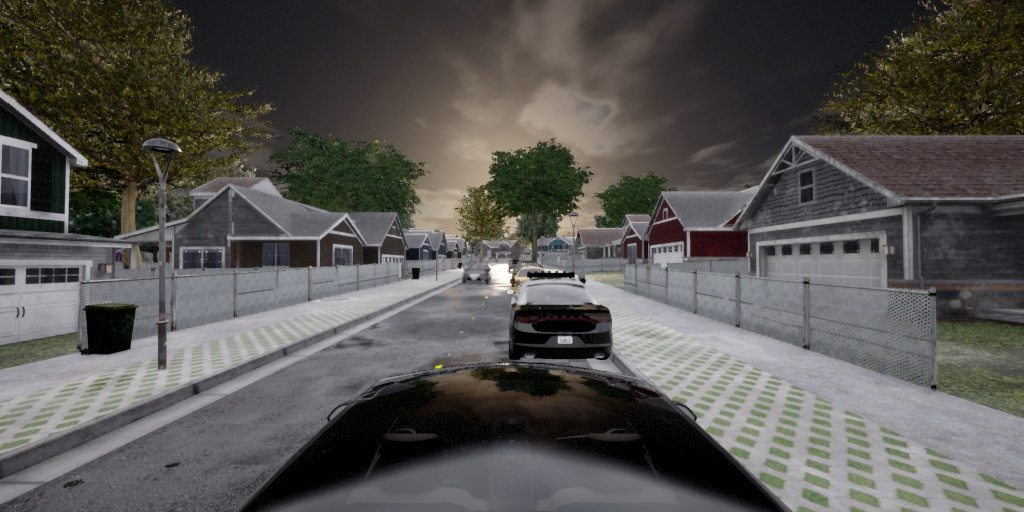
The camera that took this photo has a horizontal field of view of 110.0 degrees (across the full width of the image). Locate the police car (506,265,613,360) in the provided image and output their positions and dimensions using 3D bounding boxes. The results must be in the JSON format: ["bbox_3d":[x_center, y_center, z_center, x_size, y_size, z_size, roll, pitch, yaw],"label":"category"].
[{"bbox_3d":[0.896,1.176,8.477,1.930,1.638,5.238,0,0,1],"label":"police car"}]

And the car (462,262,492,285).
[{"bbox_3d":[-2.519,1.236,26.538,2.128,1.511,4.902,0,0,1],"label":"car"}]

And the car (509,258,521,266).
[{"bbox_3d":[1.038,1.097,24.339,2.097,1.767,4.553,0,0,1],"label":"car"}]

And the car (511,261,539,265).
[{"bbox_3d":[0.987,1.204,18.559,1.801,1.575,5.366,0,0,1],"label":"car"}]
